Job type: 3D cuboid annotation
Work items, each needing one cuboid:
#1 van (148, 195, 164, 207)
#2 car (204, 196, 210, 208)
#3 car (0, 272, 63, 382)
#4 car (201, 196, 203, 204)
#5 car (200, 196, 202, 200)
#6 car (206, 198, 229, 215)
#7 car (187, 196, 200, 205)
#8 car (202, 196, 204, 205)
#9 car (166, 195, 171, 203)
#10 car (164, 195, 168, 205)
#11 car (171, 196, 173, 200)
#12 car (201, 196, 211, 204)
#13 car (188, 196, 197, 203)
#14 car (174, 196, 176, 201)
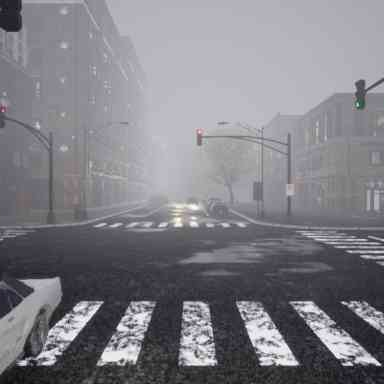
[{"bbox_3d":[-5.622,1.399,50.698,1.690,1.788,3.998,0,0,0],"label":"van"},{"bbox_3d":[2.744,1.479,39.292,1.967,1.590,4.097,0,0,0],"label":"car"},{"bbox_3d":[-2.893,1.601,3.168,1.895,1.301,4.718,0,0,-4],"label":"car"},{"bbox_3d":[2.759,1.640,50.686,1.802,1.307,4.206,0,0,0],"label":"car"},{"bbox_3d":[2.775,1.633,62.079,2.008,1.369,4.403,0,0,0],"label":"car"},{"bbox_3d":[2.736,1.580,33.595,2.008,1.369,4.403,0,0,0],"label":"car"},{"bbox_3d":[0.084,1.556,60.371,1.882,1.535,5.008,0,0,0],"label":"car"},{"bbox_3d":[2.751,1.488,44.988,1.967,1.590,4.097,0,0,0],"label":"car"},{"bbox_3d":[-5.607,1.397,62.092,2.192,1.841,5.009,0,0,0],"label":"car"},{"bbox_3d":[-5.614,1.651,56.395,1.802,1.307,4.206,0,0,0],"label":"car"},{"bbox_3d":[-5.598,1.662,67.789,1.947,1.339,4.313,0,0,0],"label":"car"},{"bbox_3d":[2.782,1.537,67.776,1.967,1.590,4.097,0,0,0],"label":"car"},{"bbox_3d":[0.098,1.540,70.788,1.812,1.442,4.674,0,0,0],"label":"car"},{"bbox_3d":[-5.568,1.687,90.406,1.752,1.417,4.829,0,0,0],"label":"car"}]
